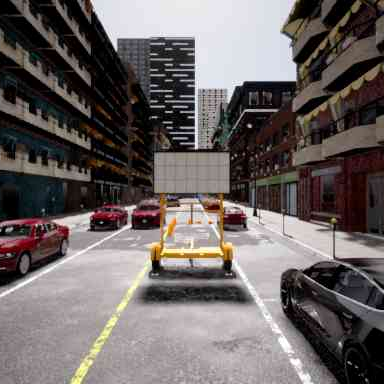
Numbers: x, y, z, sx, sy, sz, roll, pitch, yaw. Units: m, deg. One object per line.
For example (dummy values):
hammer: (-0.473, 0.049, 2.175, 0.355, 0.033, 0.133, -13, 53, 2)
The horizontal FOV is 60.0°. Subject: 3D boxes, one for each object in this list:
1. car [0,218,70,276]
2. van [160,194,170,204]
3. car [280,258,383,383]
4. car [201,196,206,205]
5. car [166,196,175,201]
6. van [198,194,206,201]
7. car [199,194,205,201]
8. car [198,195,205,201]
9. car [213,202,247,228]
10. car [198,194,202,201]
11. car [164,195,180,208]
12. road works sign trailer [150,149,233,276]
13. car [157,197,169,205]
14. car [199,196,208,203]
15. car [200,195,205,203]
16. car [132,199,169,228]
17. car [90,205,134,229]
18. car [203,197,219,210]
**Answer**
car: (-5.312, 1.548, 10.373, 1.887, 1.381, 4.507, 1, 0, 0)
van: (-5.336, 1.404, 67.270, 1.690, 1.788, 3.998, 1, 0, 0)
car: (2.570, 1.567, 4.699, 1.947, 1.339, 4.313, 1, 0, 0)
car: (2.553, 1.576, 44.527, 1.887, 1.381, 4.507, 1, 0, 0)
car: (-5.346, 1.643, 84.340, 1.887, 1.381, 4.507, 0, 0, 0)
van: (2.536, 1.440, 84.353, 1.690, 1.788, 3.998, 0, 0, 0)
car: (2.547, 1.570, 56.075, 1.752, 1.417, 4.829, 0, 0, 0)
car: (2.532, 1.638, 90.213, 1.752, 1.417, 4.829, 0, 0, 0)
car: (2.562, 1.591, 21.767, 1.802, 1.307, 4.206, 1, 0, 0)
car: (2.542, 1.588, 67.454, 1.752, 1.417, 4.829, 0, 0, 0)
car: (-2.773, 1.562, 49.685, 1.812, 1.442, 4.674, 0, 0, 0)
road works sign trailer: (-0.005, 0.467, 10.377, 2.380, 3.560, 2.880, 0, 0, 0)
car: (-5.336, 1.598, 61.581, 1.887, 1.381, 4.507, 1, 0, 0)
car: (2.539, 1.656, 72.973, 1.802, 1.307, 4.206, 0, 0, 0)
car: (2.550, 1.582, 50.216, 1.887, 1.381, 4.507, 1, 0, 0)
car: (-2.860, 1.488, 22.575, 1.882, 1.535, 5.008, 0, 0, 0)
car: (-5.317, 1.554, 21.752, 1.887, 1.381, 4.507, 1, 0, 0)
car: (2.555, 1.607, 38.836, 1.802, 1.307, 4.206, 1, 0, 0)
